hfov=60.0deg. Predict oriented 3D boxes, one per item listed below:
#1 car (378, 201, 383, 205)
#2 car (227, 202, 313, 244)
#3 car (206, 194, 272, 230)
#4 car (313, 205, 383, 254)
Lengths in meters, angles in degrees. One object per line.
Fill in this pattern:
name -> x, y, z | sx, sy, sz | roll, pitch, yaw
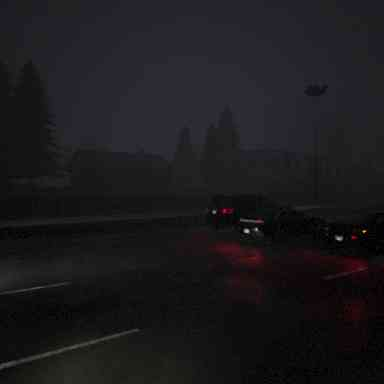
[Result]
car -> 18.591, 1.289, 29.885 | 4.902, 1.511, 2.128 | 0, 0, -35
car -> 4.280, 1.415, 15.391 | 4.902, 1.511, 2.128 | 0, 0, -35
car -> 3.356, 1.136, 19.027 | 5.566, 2.045, 2.150 | 0, 0, -35
car -> 7.070, 1.443, 13.080 | 4.674, 1.442, 1.812 | 0, 0, -35
